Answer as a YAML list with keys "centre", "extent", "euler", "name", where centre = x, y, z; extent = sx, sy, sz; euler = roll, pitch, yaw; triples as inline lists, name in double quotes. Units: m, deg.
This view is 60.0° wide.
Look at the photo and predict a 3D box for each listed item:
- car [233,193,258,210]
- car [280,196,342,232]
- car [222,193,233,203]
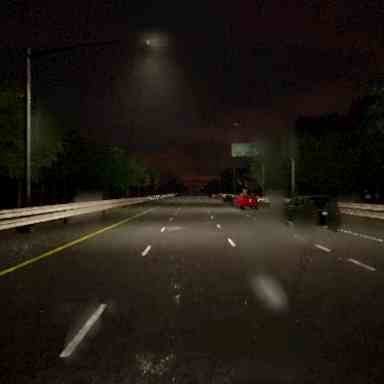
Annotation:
- centre: [7.095, 1.214, 43.037]
  extent: [2.150, 2.045, 5.566]
  euler: [0, 0, 0]
  name: "car"
- centre: [7.019, 1.225, 20.203]
  extent: [2.150, 2.045, 5.566]
  euler: [0, 0, 0]
  name: "car"
- centre: [7.224, 1.473, 67.651]
  extent: [1.837, 1.490, 4.892]
  euler: [0, 0, 0]
  name: "car"
